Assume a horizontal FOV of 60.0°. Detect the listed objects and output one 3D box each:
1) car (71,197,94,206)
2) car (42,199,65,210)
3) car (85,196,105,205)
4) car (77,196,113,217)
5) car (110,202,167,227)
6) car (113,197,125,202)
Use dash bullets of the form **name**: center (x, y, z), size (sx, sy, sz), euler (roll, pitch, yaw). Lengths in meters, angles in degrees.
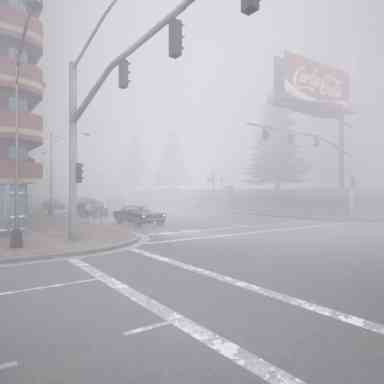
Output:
- **car**: center (-18.290, 1.547, 55.324), size (2.033, 1.411, 5.357), euler (0, 0, -36)
- **car**: center (-17.552, 1.564, 42.058), size (1.994, 1.385, 4.181), euler (0, 0, -36)
- **car**: center (-17.671, 1.526, 60.424), size (1.812, 1.442, 4.674), euler (0, 0, -37)
- **car**: center (-9.475, 1.352, 30.886), size (2.097, 1.767, 4.553), euler (0, 0, -36)
- **car**: center (-3.659, 1.601, 22.856), size (1.895, 1.301, 4.718), euler (0, 0, -36)
- **car**: center (-12.320, 1.505, 53.046), size (1.837, 1.490, 4.892), euler (0, 0, -36)
